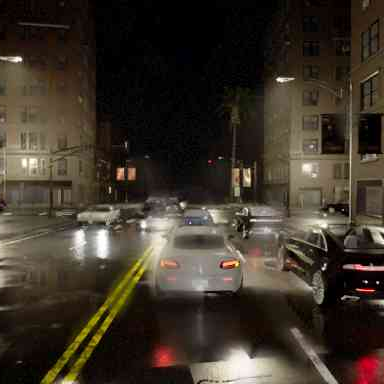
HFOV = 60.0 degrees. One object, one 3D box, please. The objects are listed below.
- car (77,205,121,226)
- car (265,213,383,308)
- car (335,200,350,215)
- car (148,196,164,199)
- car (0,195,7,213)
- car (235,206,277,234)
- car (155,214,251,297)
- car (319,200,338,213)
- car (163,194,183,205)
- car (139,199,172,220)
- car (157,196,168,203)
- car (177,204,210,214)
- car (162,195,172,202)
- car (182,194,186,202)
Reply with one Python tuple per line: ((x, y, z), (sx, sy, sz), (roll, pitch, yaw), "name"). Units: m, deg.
((-6.423, 1.595, 23.306), (1.895, 1.301, 4.718), (0, 0, 1), "car")
((3.387, 1.490, 7.905), (2.128, 1.511, 4.902), (0, 0, 1), "car")
((16.447, 1.762, 31.595), (4.313, 1.339, 1.947), (0, 0, 1), "car")
((-6.204, 1.540, 52.828), (2.033, 1.411, 5.357), (0, 0, 1), "car")
((-20.693, 1.346, 31.973), (5.008, 1.535, 1.882), (0, 1, -8), "car")
((3.377, 1.489, 17.213), (2.128, 1.511, 4.902), (0, 0, 0), "car")
((0.161, 1.524, 8.449), (1.812, 1.442, 4.674), (0, 0, 0), "car")
((17.011, 1.593, 37.538), (5.008, 1.535, 1.882), (0, 1, 1), "car")
((-2.954, 1.540, 52.838), (2.033, 1.411, 5.357), (0, 0, 0), "car")
((-3.143, 1.567, 28.023), (2.033, 1.411, 5.357), (0, -1, 0), "car")
((-6.005, 1.512, 68.123), (1.812, 1.442, 4.674), (0, 0, 1), "car")
((0.231, 1.544, 17.903), (2.033, 1.411, 5.357), (0, 0, 0), "car")
((-5.918, 1.519, 78.710), (1.994, 1.385, 4.181), (0, 0, 0), "car")
((-2.737, 1.586, 69.315), (1.895, 1.301, 4.718), (0, 0, 0), "car")
